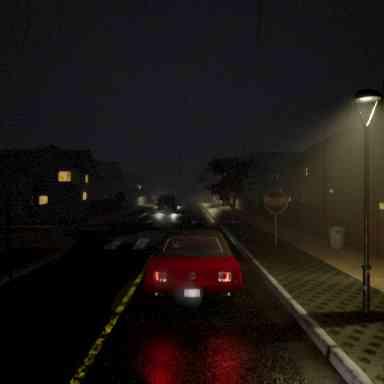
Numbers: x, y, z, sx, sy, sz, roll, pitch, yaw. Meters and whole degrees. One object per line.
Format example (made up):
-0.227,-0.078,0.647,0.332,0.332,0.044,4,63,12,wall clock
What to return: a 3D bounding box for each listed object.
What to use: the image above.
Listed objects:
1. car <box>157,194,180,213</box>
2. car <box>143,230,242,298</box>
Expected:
-2.889,1.315,39.313,2.150,2.045,5.566,0,0,0,car
0.023,1.611,8.456,1.895,1.301,4.718,0,0,0,car
